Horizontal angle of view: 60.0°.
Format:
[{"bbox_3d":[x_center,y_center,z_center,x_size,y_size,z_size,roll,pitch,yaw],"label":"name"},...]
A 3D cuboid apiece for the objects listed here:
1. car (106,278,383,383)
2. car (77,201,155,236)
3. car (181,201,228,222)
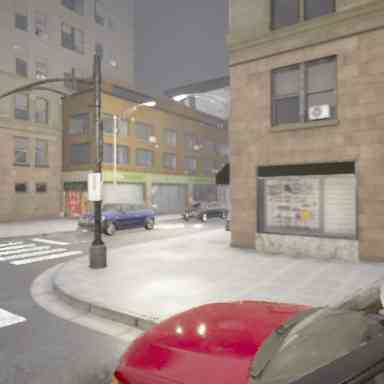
[{"bbox_3d":[1.686,1.312,1.605,5.009,1.841,2.192,0,0,36],"label":"car"},{"bbox_3d":[-4.222,1.379,18.918,2.097,1.767,4.553,0,0,35],"label":"car"},{"bbox_3d":[1.063,1.492,26.335,1.837,1.490,4.892,0,0,35],"label":"car"}]
